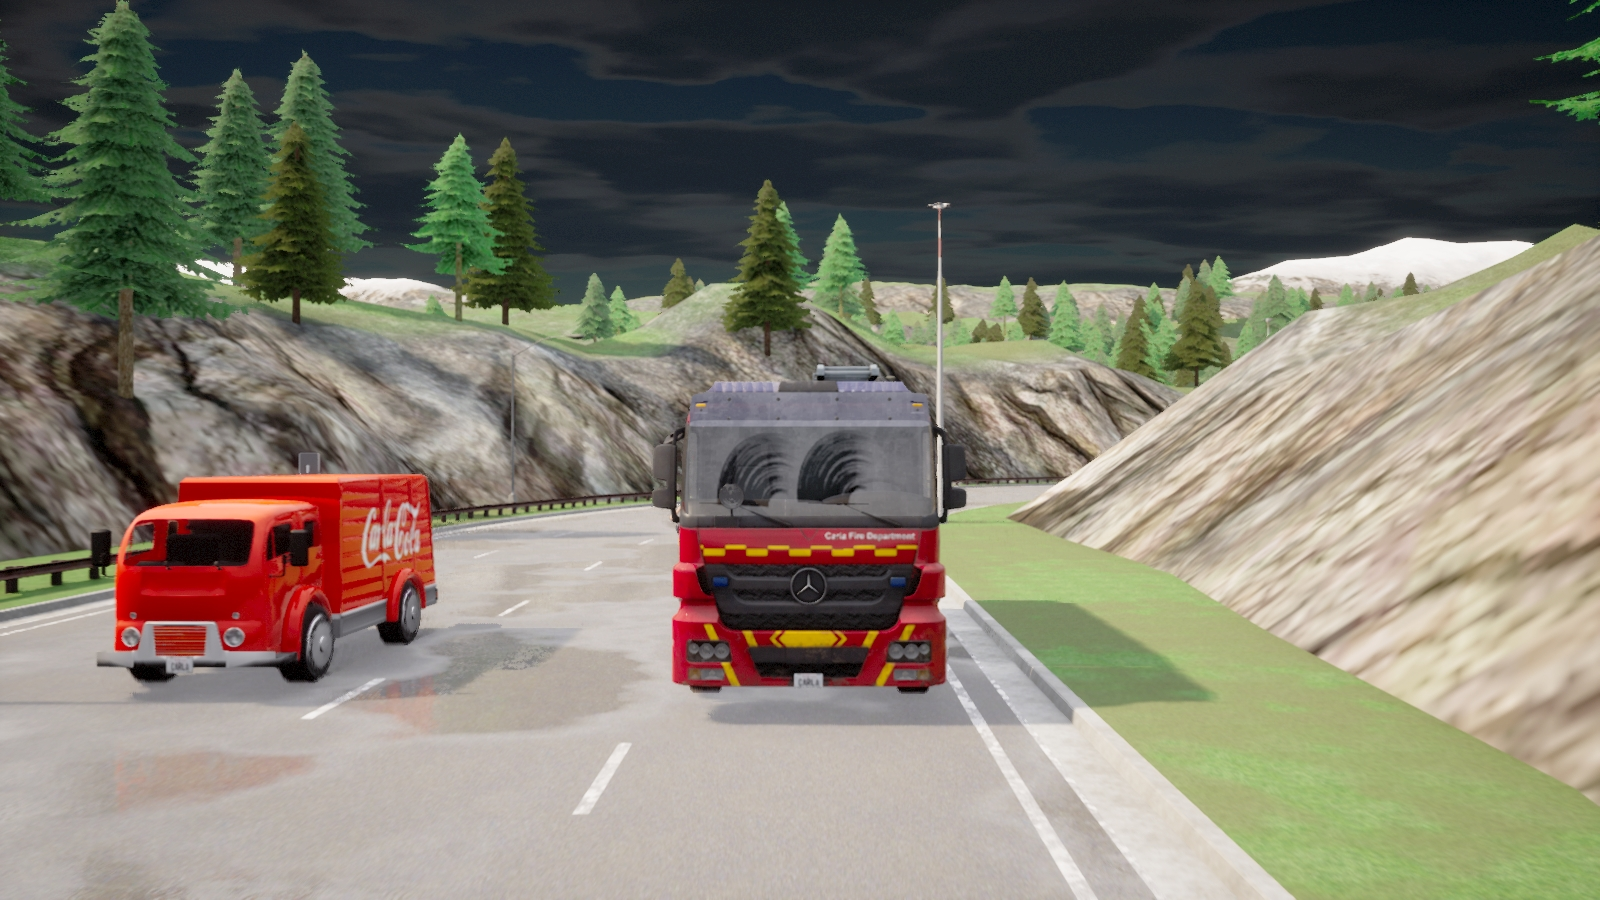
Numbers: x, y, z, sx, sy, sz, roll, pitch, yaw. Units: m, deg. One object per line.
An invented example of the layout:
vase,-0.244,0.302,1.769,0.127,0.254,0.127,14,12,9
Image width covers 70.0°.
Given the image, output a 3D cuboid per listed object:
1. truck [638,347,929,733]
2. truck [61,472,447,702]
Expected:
truck,-0.108,0.890,15.590,2.891,3.827,8.468,0,0,1
truck,-6.859,1.570,15.275,2.627,2.467,5.204,0,0,1
